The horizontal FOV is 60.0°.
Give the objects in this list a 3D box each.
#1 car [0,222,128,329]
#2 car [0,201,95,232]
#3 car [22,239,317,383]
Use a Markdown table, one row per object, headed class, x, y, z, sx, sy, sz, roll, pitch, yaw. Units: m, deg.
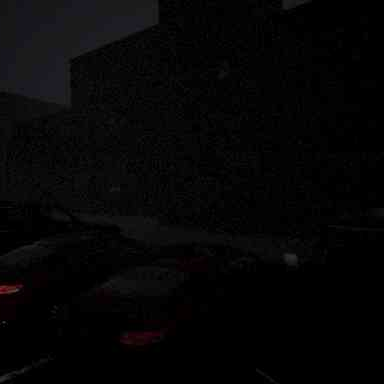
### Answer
| class | x | y | z | sx | sy | sz | roll | pitch | yaw |
| --- | --- | --- | --- | --- | --- | --- | --- | --- | --- |
| car | -1.985 | 1.523 | 6.768 | 2.002 | 1.452 | 4.674 | 0 | 0 | 36 |
| car | -4.229 | 1.235 | 8.407 | 2.435 | 2.045 | 5.566 | 0 | 0 | 36 |
| car | 0.225 | 1.521 | 5.191 | 2.002 | 1.452 | 4.674 | 0 | 0 | 36 |
